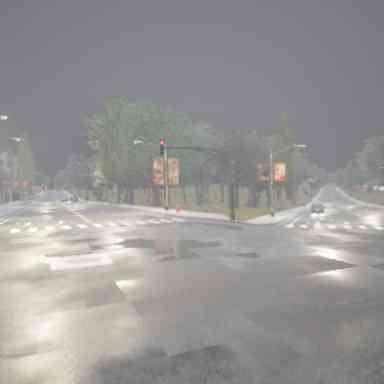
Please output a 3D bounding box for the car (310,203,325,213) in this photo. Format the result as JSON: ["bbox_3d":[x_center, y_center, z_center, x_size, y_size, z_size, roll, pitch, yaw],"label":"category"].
[{"bbox_3d":[18.894,2.445,50.120,2.128,1.511,4.902,-1,-1,22],"label":"car"}]
